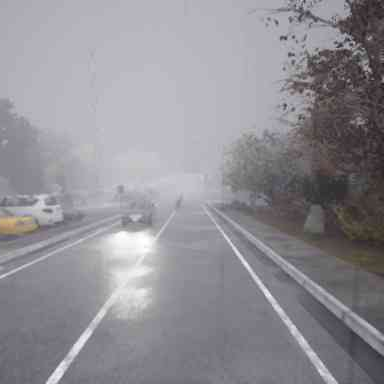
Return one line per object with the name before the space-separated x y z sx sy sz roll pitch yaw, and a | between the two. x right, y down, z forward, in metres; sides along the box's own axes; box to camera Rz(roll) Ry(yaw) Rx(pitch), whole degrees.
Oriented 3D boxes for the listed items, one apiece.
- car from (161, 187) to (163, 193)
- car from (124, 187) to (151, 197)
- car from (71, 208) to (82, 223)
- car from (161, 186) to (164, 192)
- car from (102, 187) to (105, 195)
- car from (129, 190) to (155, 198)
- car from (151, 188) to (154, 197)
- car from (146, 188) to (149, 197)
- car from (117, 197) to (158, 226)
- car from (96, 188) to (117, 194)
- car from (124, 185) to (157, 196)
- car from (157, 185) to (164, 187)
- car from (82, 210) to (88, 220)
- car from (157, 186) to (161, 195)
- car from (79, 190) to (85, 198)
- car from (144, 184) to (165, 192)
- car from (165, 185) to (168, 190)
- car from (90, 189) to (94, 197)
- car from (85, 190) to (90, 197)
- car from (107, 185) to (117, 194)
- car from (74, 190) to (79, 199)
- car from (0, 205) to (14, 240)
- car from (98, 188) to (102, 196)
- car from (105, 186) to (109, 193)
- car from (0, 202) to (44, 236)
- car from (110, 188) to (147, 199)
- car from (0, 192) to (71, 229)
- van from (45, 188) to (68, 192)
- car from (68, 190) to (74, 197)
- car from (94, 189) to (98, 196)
car | -10.090 0.083 79.077 4.792 1.488 2.163 0 2 0
car | -10.247 0.379 59.570 4.553 1.767 2.185 0 1 0
car | -10.120 1.416 21.417 5.008 1.535 2.097 0 0 0
car | -10.134 -0.019 81.863 4.792 1.488 2.163 0 2 0
car | -23.208 0.148 76.174 5.008 1.535 2.097 0 2 0
car | -10.168 0.374 67.932 4.892 1.521 2.231 0 1 0
car | -10.197 0.471 62.350 5.008 1.535 2.097 0 1 0
car | -10.259 0.562 56.785 4.792 1.488 2.163 0 1 0
car | -3.295 1.329 21.699 2.128 1.511 4.902 0 0 0
car | -23.150 -0.404 90.105 5.008 1.535 2.097 0 3 0
car | -10.217 0.175 65.139 5.566 2.045 2.435 0 1 0
car | -10.122 -0.284 84.643 4.553 1.767 2.185 0 2 0
car | -10.074 1.440 24.193 4.792 1.488 2.163 0 0 0
car | -10.102 0.022 76.286 4.553 1.767 2.185 0 2 0
car | -23.311 0.496 62.354 4.792 1.488 2.163 0 1 0
car | -10.109 -0.404 87.420 4.553 1.767 2.185 0 3 0
car | -10.044 -0.544 92.996 5.008 1.535 2.097 0 3 0
car | -23.440 0.366 67.941 5.366 1.575 1.946 0 1 0
car | -23.454 0.419 65.146 5.366 1.575 1.946 0 1 0
car | -22.973 -0.279 87.318 5.366 1.575 1.946 0 2 0
car | -23.299 0.542 59.442 4.674 1.452 2.002 0 1 0
car | -10.156 1.435 13.088 4.892 1.521 2.231 0 0 0
car | -23.222 0.233 73.385 5.008 1.535 2.097 0 2 0
car | -23.193 0.052 79.090 4.892 1.521 2.231 0 2 0
car | -10.323 1.425 15.865 5.366 1.575 1.946 0 0 0
car | -10.214 0.589 54.001 4.792 1.488 2.163 0 1 0
car | -10.155 1.171 18.641 5.566 2.045 2.435 0 0 0
van | -23.197 0.331 53.980 4.442 1.987 1.878 1 1 0
car | -23.313 0.569 56.657 4.674 1.452 2.002 0 1 0
car | -23.212 0.339 70.596 4.792 1.488 2.163 0 1 0
